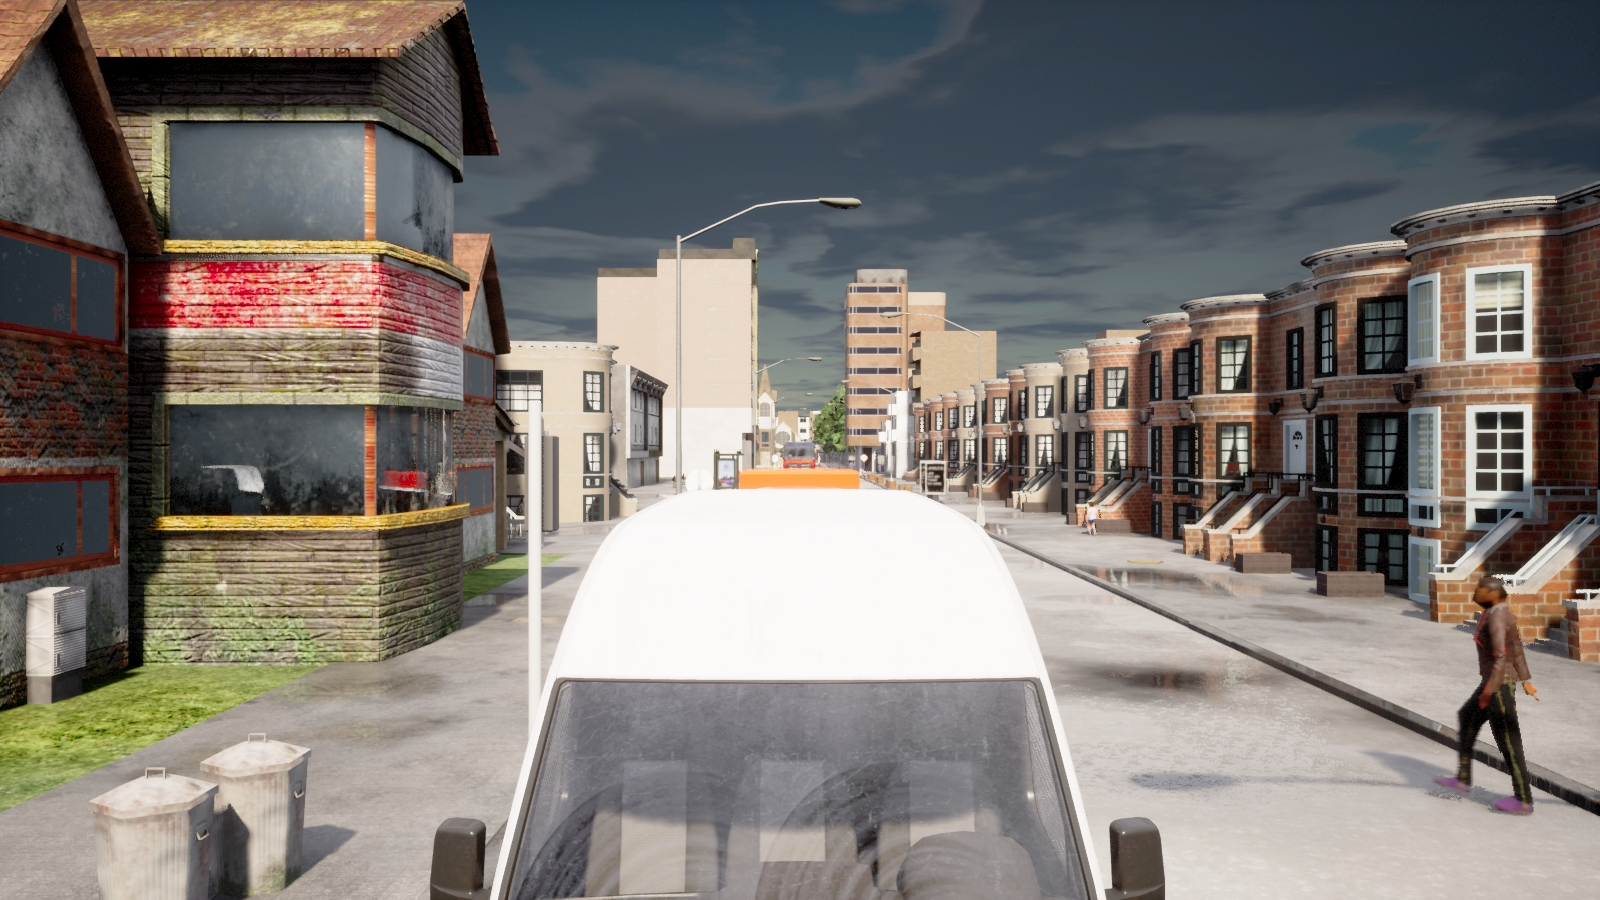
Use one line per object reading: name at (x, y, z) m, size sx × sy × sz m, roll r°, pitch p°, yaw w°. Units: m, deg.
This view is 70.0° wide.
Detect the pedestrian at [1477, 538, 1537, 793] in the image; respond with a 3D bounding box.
pedestrian at (5.439, 1.629, 8.790) m, size 0.375 × 1.860 × 0.375 m, roll 0°, pitch 0°, yaw 34°

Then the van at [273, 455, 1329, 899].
van at (-0.003, 1.314, 5.110) m, size 1.988 × 2.561 × 5.915 m, roll 0°, pitch 0°, yaw 0°

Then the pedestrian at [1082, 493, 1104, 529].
pedestrian at (9.219, 1.903, 35.960) m, size 0.500 × 1.100 × 0.500 m, roll 0°, pitch 0°, yaw -8°
